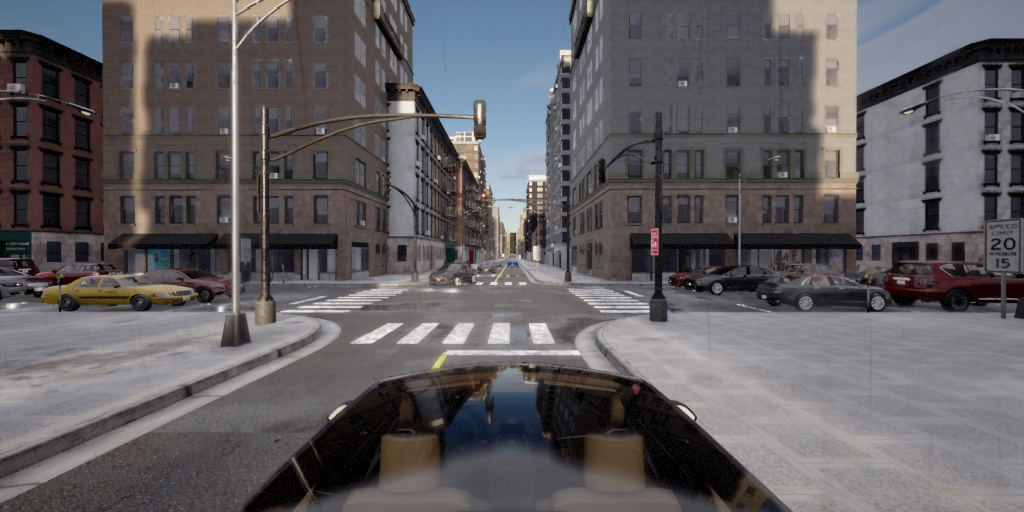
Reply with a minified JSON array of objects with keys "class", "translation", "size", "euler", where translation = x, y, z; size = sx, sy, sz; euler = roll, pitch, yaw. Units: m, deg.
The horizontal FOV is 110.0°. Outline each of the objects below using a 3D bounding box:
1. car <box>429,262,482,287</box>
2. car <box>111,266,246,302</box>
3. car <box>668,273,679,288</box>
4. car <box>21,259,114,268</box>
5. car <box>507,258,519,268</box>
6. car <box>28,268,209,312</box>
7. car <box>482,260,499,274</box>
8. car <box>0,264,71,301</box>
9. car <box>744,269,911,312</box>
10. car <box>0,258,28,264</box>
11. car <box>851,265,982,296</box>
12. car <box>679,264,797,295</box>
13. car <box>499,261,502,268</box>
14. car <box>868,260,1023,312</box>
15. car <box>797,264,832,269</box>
[{"class":"car","translation":[-3.920,1.252,24.473],"size":[1.837,1.490,4.892],"euler":[0,0,15]},{"class":"car","translation":[-14.774,1.282,16.265],"size":[4.674,1.442,1.812],"euler":[0,0,0]},{"class":"car","translation":[11.820,1.281,21.687],"size":[4.507,1.381,1.888],"euler":[0,0,0]},{"class":"car","translation":[-26.349,1.167,21.814],"size":[4.097,1.591,1.967],"euler":[0,0,0]},{"class":"car","translation":[0.153,1.247,63.171],"size":[1.882,1.535,5.008],"euler":[0,0,0]},{"class":"car","translation":[-14.883,1.294,13.751],"size":[4.829,1.417,1.751],"euler":[0,0,0]},{"class":"car","translation":[-2.753,1.261,40.355],"size":[1.837,1.490,4.892],"euler":[0,0,0]},{"class":"car","translation":[-23.930,1.246,16.312],"size":[4.902,1.511,2.128],"euler":[0,0,0]},{"class":"car","translation":[11.793,1.325,13.662],"size":[4.403,1.370,2.007],"euler":[0,0,0]},{"class":"car","translation":[-32.011,1.041,21.833],"size":[5.009,1.841,2.192],"euler":[0,0,0]},{"class":"car","translation":[21.404,1.255,19.115],"size":[4.892,1.490,1.837],"euler":[0,0,0]},{"class":"car","translation":[11.921,1.253,19.143],"size":[4.892,1.490,1.837],"euler":[0,0,0]},{"class":"car","translation":[-2.659,1.316,61.752],"size":[2.033,1.411,5.357],"euler":[0,0,1]},{"class":"car","translation":[17.202,1.091,13.644],"size":[5.009,1.841,2.192],"euler":[0,0,0]},{"class":"car","translation":[17.229,1.177,21.669],"size":[4.097,1.591,1.967],"euler":[0,0,0]}]
